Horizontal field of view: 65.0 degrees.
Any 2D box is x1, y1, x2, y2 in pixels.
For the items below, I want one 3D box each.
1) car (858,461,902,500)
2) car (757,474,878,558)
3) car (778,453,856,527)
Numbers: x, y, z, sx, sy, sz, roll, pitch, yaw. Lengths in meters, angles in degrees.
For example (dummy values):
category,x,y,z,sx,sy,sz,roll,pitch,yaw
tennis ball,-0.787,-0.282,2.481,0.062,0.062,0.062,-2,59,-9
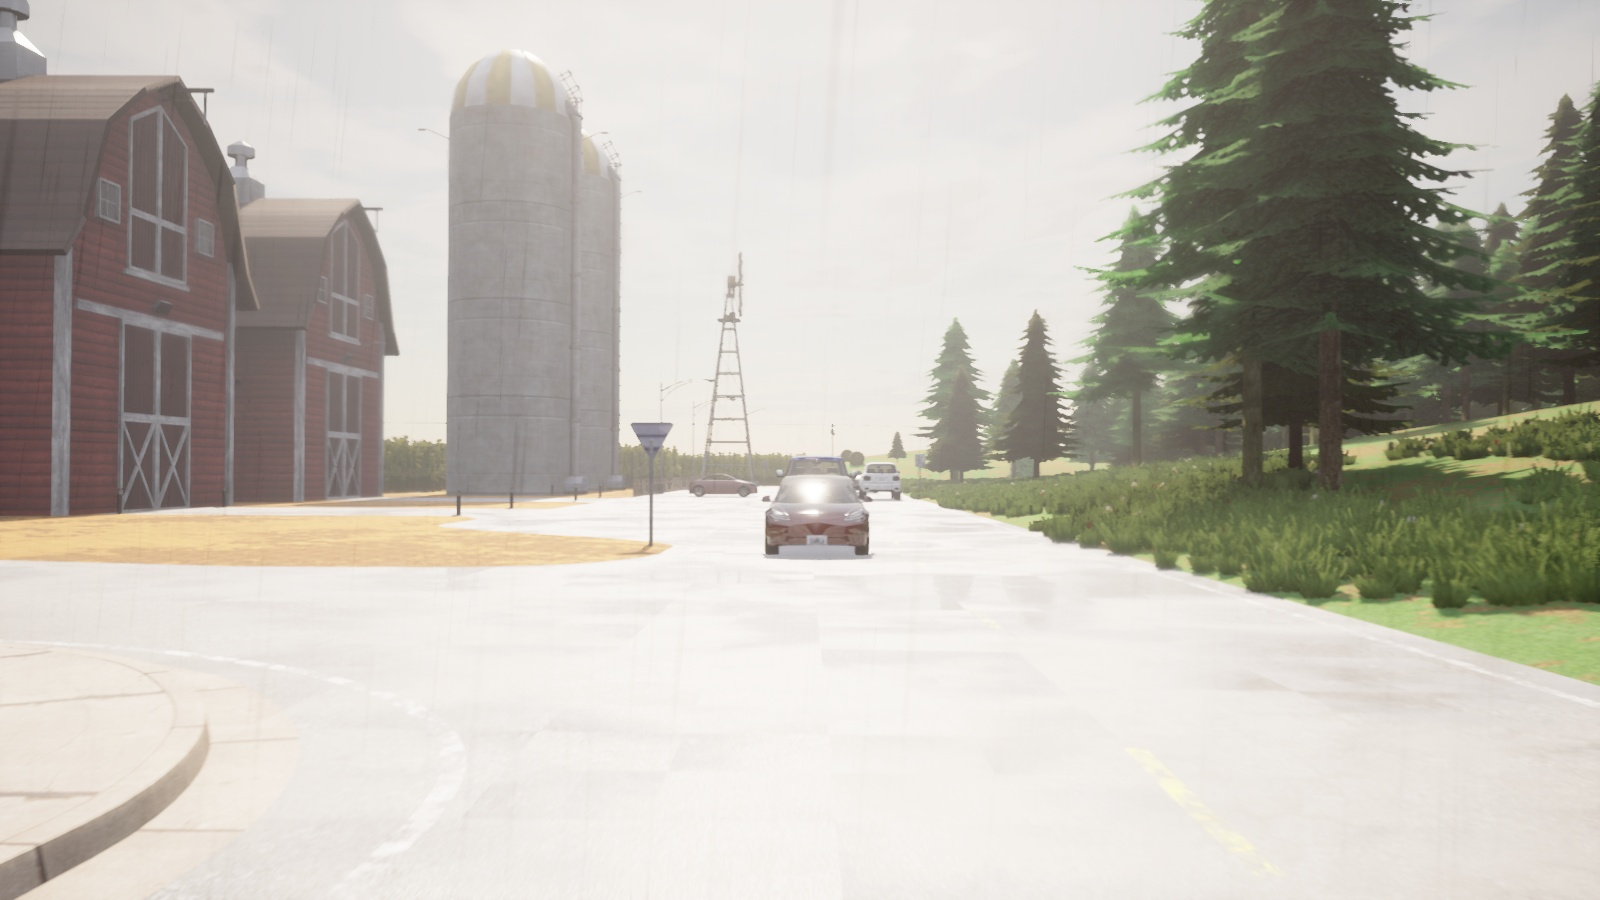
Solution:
category,x,y,z,sx,sy,sz,roll,pitch,yaw
car,4.412,1.688,70.022,2.150,2.045,5.566,0,-1,1
car,0.339,1.230,24.889,2.163,1.488,4.792,0,-1,1
car,0.502,1.166,37.807,2.150,2.045,5.566,0,-1,1
